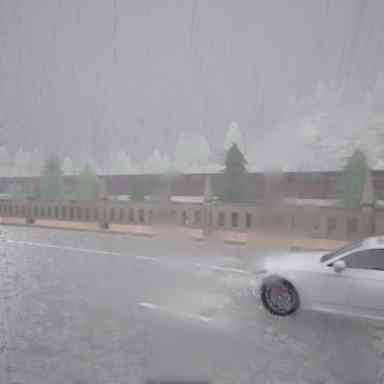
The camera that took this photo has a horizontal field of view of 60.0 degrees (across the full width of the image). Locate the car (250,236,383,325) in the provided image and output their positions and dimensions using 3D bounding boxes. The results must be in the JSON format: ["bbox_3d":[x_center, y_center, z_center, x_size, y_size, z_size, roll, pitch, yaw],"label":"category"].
[{"bbox_3d":[3.320,1.497,5.720,4.674,1.442,1.812,0,0,35],"label":"car"}]
